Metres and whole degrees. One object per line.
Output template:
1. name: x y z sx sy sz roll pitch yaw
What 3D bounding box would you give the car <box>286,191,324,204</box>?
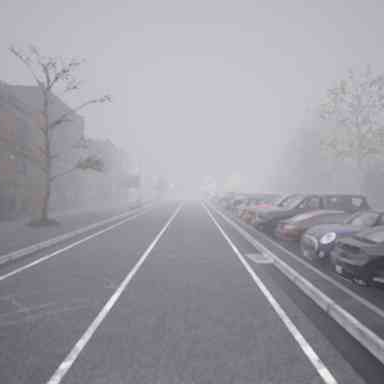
1. car: 18.732 0.865 55.230 5.566 2.045 2.435 0 0 0

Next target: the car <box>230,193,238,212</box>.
1. car: 5.718 1.181 27.027 4.553 1.767 2.185 0 0 0

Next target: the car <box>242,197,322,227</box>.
1. car: 5.657 1.220 21.420 4.553 1.767 2.185 0 0 0

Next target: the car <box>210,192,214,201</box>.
1. car: 5.677 1.148 49.450 5.008 1.535 2.097 0 0 0

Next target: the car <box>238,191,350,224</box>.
1. car: 5.660 1.115 18.616 5.566 2.045 2.435 0 0 0

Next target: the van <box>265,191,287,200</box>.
1. van: 18.877 0.812 74.727 4.442 1.987 1.878 0 0 0

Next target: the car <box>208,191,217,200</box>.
1. car: 5.676 1.105 57.856 4.892 1.521 2.231 0 0 0

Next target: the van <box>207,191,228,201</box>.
1. van: 5.564 0.823 71.876 4.442 1.987 1.878 0 0 0

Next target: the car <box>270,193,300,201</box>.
1. car: 18.573 1.068 66.371 5.366 1.575 1.946 0 0 0

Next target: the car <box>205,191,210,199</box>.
1. car: 5.708 0.842 60.662 5.566 2.045 2.435 0 0 0

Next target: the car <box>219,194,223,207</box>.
1. car: 5.656 1.276 35.437 4.792 1.488 2.163 0 0 0

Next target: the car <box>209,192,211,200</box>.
1. car: 5.652 1.146 55.058 4.792 1.488 2.163 0 0 0

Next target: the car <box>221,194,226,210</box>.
1. car: 5.680 1.266 32.634 5.008 1.535 2.097 0 0 0

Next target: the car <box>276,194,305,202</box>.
1. car: 18.753 1.081 63.585 5.008 1.535 2.097 0 0 0

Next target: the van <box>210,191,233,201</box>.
1. van: 5.795 0.845 66.269 4.442 1.987 1.878 0 0 0

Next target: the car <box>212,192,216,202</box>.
1. car: 5.868 1.163 46.650 5.366 1.575 1.946 0 0 0

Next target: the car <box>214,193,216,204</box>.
1. car: 5.712 1.216 43.847 4.792 1.488 2.163 0 0 0

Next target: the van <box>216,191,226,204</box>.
1. van: 5.567 0.981 41.042 4.442 1.987 1.878 0 0 0

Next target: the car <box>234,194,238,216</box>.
1. car: 5.656 1.200 24.224 4.553 1.767 2.185 0 0 0

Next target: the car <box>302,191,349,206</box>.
1. car: 18.733 0.914 46.875 5.566 2.045 2.435 0 0 0

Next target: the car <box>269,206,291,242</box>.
1. car: 5.687 1.446 13.012 4.674 1.452 2.002 0 0 0

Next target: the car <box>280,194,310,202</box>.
1. car: 18.730 1.122 60.800 4.792 1.488 2.163 0 0 0

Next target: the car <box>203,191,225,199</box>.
1. car: 5.724 0.771 85.891 5.566 2.045 2.435 0 0 0

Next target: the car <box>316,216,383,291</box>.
1. car: 5.684 1.447 7.405 4.892 1.521 2.231 0 0 0

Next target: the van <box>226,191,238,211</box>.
1. van: 5.569 1.060 29.829 4.442 1.987 1.878 0 0 0

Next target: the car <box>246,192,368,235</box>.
1. car: 5.660 1.135 15.813 5.566 2.045 2.435 0 0 0

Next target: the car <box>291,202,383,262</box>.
1. car: 5.721 1.300 10.207 4.553 1.767 2.185 0 0 0

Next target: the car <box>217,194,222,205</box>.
1. car: 5.655 1.256 38.241 4.792 1.488 2.163 0 0 0

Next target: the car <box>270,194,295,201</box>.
1. car: 18.756 1.100 69.156 4.674 1.452 2.002 0 0 0

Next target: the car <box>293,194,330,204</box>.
1. car: 18.756 1.131 52.445 5.008 1.535 2.097 0 0 0
